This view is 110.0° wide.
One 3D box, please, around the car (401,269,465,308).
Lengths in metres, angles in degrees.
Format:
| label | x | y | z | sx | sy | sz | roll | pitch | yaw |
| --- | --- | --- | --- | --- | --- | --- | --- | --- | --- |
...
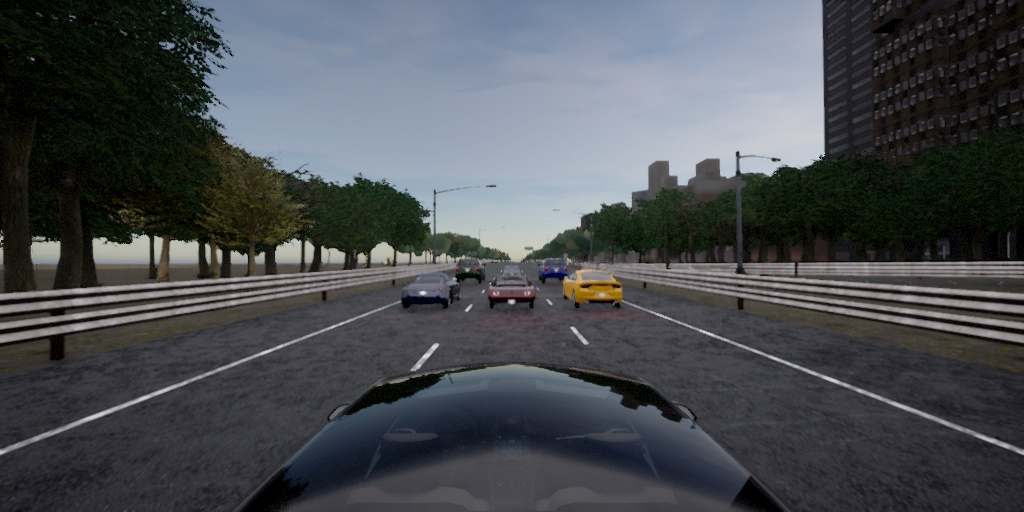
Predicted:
| label | x | y | z | sx | sy | sz | roll | pitch | yaw |
| --- | --- | --- | --- | --- | --- | --- | --- | --- | --- |
| car | -3.503 | 1.450 | 16.154 | 1.994 | 1.385 | 4.181 | 0 | 0 | 0 |

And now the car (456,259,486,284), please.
| label | x | y | z | sx | sy | sz | roll | pitch | yaw |
| --- | --- | --- | --- | --- | --- | --- | --- | --- | --- |
| car | -3.515 | 1.234 | 30.862 | 2.150 | 2.045 | 5.566 | 0 | 0 | 0 |

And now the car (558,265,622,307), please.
| label | x | y | z | sx | sy | sz | roll | pitch | yaw |
| --- | --- | --- | --- | --- | --- | --- | --- | --- | --- |
| car | 3.499 | 1.365 | 16.342 | 1.882 | 1.535 | 5.008 | 0 | 0 | 0 |

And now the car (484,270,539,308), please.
| label | x | y | z | sx | sy | sz | roll | pitch | yaw |
| --- | --- | --- | --- | --- | --- | --- | --- | --- | --- |
| car | -0.006 | 1.484 | 15.970 | 1.895 | 1.301 | 4.718 | 0 | 0 | 0 |

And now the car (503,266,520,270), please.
| label | x | y | z | sx | sy | sz | roll | pitch | yaw |
| --- | --- | --- | --- | --- | --- | --- | --- | --- | --- |
| car | -0.014 | 1.565 | 30.847 | 2.033 | 1.411 | 5.357 | 0 | 0 | 0 |

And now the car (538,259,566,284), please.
| label | x | y | z | sx | sy | sz | roll | pitch | yaw |
| --- | --- | --- | --- | --- | --- | --- | --- | --- | --- |
| car | 3.485 | 1.234 | 30.878 | 2.150 | 2.045 | 5.566 | 0 | 0 | 0 |
